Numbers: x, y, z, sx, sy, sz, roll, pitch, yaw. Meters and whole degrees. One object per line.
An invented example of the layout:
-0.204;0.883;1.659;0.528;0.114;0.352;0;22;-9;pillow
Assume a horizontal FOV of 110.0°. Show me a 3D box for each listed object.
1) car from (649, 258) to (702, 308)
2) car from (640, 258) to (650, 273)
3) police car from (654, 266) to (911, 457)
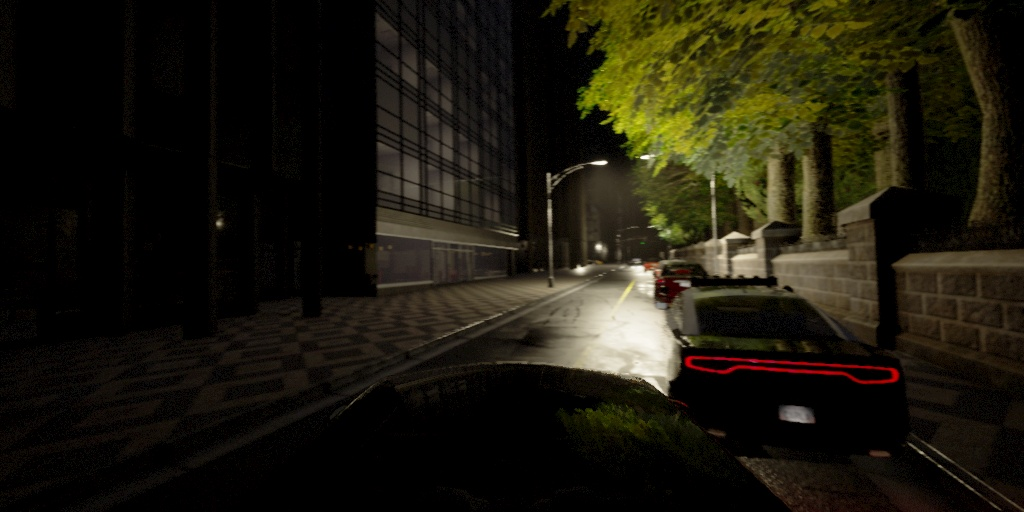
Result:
6.856;1.022;14.609;2.097;1.767;4.553;-2;-1;21;car
16.602;1.030;42.129;2.097;1.767;4.553;-2;-1;22;car
3.299;1.109;5.410;1.930;1.638;5.238;-2;-1;21;police car
